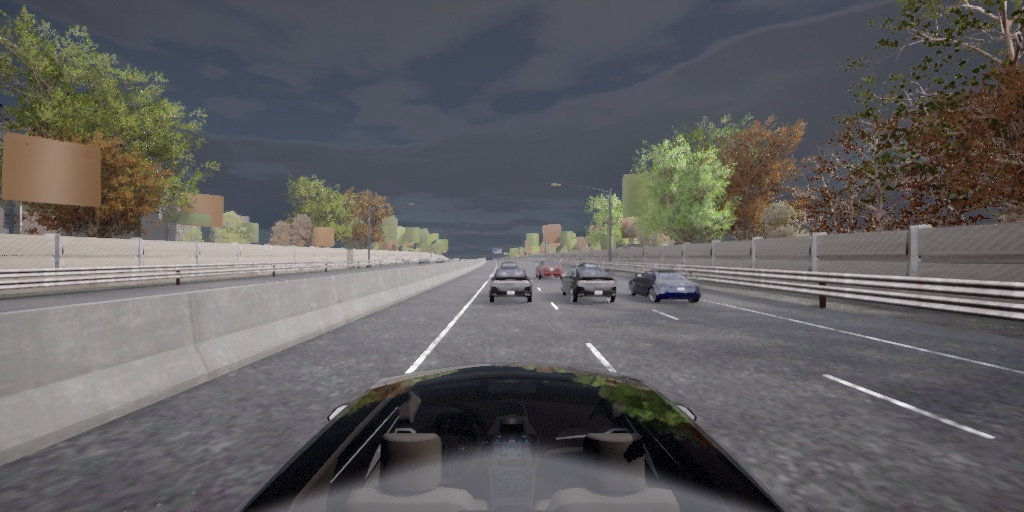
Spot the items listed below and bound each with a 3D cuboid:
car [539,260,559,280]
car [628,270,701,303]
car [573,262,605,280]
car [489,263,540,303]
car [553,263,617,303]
[{"bbox_3d":[3.246,1.126,31.763,2.097,1.767,4.553,0,0,-1],"label":"car"},{"bbox_3d":[6.936,1.327,16.748,1.994,1.385,4.181,0,0,0],"label":"car"},{"bbox_3d":[6.745,1.294,31.851,1.812,1.442,4.674,0,0,-1],"label":"car"},{"bbox_3d":[-0.064,1.249,16.689,2.128,1.511,4.902,0,0,0],"label":"car"},{"bbox_3d":[3.436,1.250,16.719,2.128,1.511,4.902,0,0,0],"label":"car"}]
